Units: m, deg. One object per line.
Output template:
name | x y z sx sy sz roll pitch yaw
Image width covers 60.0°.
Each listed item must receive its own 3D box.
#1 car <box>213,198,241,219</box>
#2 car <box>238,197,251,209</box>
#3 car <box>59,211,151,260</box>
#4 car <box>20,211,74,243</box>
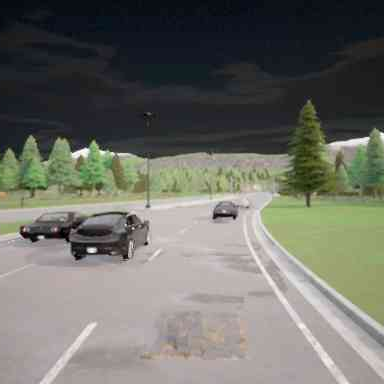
car | 2.901 1.493 28.327 1.994 1.385 4.181 0 0 10
car | 6.572 1.413 43.712 1.812 1.442 4.674 0 0 14
car | -2.797 1.480 12.344 1.837 1.490 4.892 0 0 5
car | -5.969 1.572 15.920 1.895 1.301 4.718 0 0 6
